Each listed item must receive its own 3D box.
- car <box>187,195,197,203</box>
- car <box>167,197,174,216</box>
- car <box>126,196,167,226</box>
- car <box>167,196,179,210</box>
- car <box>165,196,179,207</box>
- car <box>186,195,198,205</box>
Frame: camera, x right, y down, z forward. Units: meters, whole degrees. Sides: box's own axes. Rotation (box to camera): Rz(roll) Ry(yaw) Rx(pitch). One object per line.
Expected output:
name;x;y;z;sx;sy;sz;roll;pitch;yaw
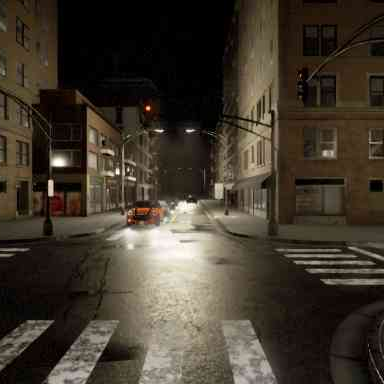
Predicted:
car;-0.035;1.444;69.671;2.128;1.511;4.902;0;0;0
car;-3.159;1.531;32.488;2.033;1.411;5.357;0;0;0
car;-3.140;1.344;23.030;2.097;1.767;4.553;0;0;0
car;-3.171;1.328;42.273;2.097;1.767;4.553;0;0;0
car;-3.158;1.445;52.629;1.882;1.535;5.008;0;0;0
car;-0.013;1.454;59.308;2.128;1.511;4.902;0;0;0
